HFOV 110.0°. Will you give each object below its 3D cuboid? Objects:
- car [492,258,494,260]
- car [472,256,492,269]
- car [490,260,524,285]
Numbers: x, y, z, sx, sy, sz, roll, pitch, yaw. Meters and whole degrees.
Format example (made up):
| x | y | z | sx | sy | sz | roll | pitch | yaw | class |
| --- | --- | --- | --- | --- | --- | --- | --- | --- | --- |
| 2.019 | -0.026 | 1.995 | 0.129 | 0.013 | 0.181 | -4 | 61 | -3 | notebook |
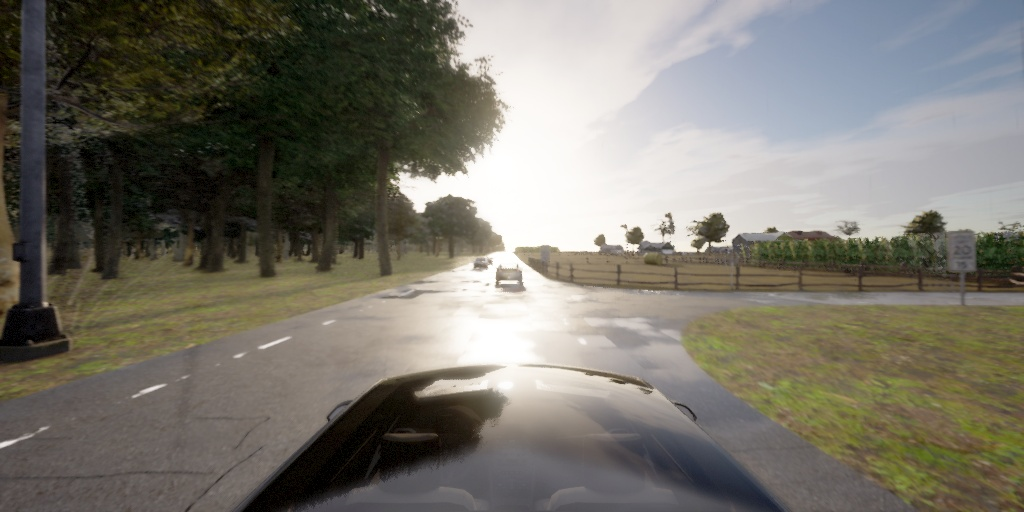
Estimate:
| x | y | z | sx | sy | sz | roll | pitch | yaw | class |
| --- | --- | --- | --- | --- | --- | --- | --- | --- | --- |
| -4.299 | 0.741 | 63.958 | 2.128 | 1.511 | 4.902 | 0 | 1 | 0 | car |
| -4.145 | 0.963 | 48.023 | 1.837 | 1.490 | 4.892 | 0 | 1 | 0 | car |
| -0.211 | 1.175 | 25.297 | 2.128 | 1.511 | 4.902 | 0 | 0 | -1 | car |
